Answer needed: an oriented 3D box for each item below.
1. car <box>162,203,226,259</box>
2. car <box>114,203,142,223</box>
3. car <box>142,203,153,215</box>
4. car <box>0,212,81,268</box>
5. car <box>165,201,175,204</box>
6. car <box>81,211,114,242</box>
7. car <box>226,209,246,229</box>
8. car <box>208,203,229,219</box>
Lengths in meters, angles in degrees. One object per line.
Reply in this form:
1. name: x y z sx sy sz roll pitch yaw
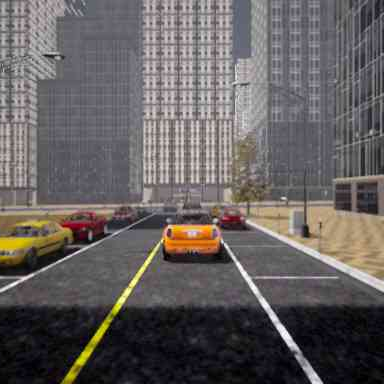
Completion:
1. car: 0.017 1.484 13.411 2.097 1.767 4.553 0 -1 0
2. car: -5.698 1.864 28.527 1.802 1.307 4.206 -1 -1 0
3. car: -5.698 1.942 39.646 2.008 1.369 4.403 -1 -1 0
4. car: -5.699 1.642 11.680 1.752 1.417 4.829 -1 -1 0
5. car: -3.013 2.007 46.517 2.033 1.411 5.357 0 -1 0
6. car: -5.698 1.717 17.409 1.887 1.381 4.507 -1 -1 0
7. car: 2.683 1.809 22.968 1.802 1.307 4.206 -1 -1 0
8. car: 2.682 1.864 34.257 1.752 1.417 4.829 -1 -1 0
